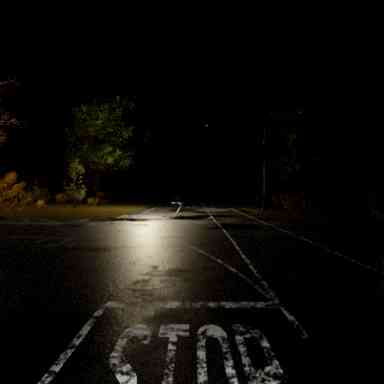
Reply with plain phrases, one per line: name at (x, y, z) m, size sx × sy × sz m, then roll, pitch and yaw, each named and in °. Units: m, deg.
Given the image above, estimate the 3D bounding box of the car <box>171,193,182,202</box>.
car at (-3.453, 1.272, 75.187) m, size 2.150 × 2.045 × 5.566 m, roll 0°, pitch 0°, yaw 3°
